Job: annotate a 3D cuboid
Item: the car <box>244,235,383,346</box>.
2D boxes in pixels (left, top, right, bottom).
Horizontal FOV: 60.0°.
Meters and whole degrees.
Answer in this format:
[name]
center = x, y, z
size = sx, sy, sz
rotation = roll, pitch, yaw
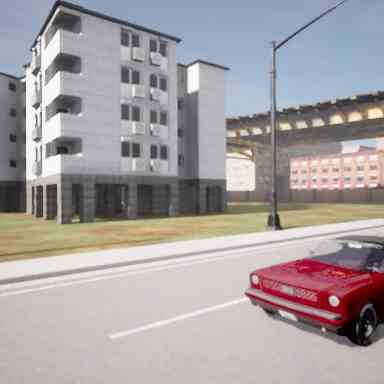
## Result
[car]
center = 3.239, 1.582, 6.462
size = 4.718, 1.301, 1.895
rotation = 0, 0, -37
